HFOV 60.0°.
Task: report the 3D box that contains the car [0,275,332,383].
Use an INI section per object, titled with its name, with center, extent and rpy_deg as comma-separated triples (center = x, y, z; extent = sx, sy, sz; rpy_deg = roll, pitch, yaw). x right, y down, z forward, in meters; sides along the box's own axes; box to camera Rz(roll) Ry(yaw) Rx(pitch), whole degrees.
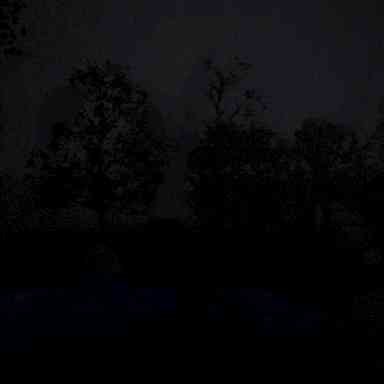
[car]
center = -1.064, 1.475, 2.316
extent = 5.008, 1.535, 1.882
rpy_deg = 0, 0, -36
